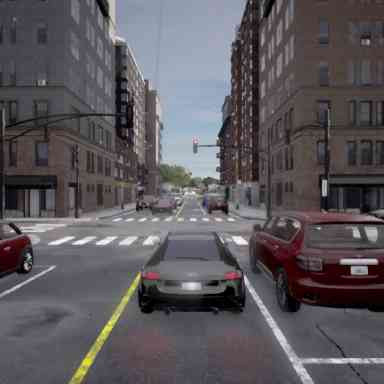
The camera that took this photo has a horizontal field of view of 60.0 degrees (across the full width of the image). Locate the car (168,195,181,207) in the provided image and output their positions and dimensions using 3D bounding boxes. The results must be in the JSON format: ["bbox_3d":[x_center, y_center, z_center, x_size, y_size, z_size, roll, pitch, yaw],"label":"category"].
[{"bbox_3d":[-2.890,1.488,43.247,2.128,1.511,4.902,0,0,0],"label":"car"}]

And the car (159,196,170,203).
[{"bbox_3d":[-5.503,1.538,67.683,1.887,1.381,4.507,0,0,0],"label":"car"}]

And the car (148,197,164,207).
[{"bbox_3d":[-5.486,1.547,51.172,2.008,1.369,4.403,0,0,0],"label":"car"}]

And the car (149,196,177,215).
[{"bbox_3d":[-2.893,1.475,33.692,1.882,1.535,5.008,0,0,0],"label":"car"}]

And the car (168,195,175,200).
[{"bbox_3d":[-5.526,1.573,89.698,1.802,1.307,4.206,0,0,0],"label":"car"}]

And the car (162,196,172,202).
[{"bbox_3d":[-5.509,1.538,73.186,1.887,1.381,4.507,0,0,0],"label":"car"}]

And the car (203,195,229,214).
[{"bbox_3d":[2.652,1.313,34.673,2.192,1.841,5.009,0,0,0],"label":"car"}]

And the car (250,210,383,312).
[{"bbox_3d":[2.628,1.315,7.617,2.192,1.841,5.009,0,0,0],"label":"car"}]

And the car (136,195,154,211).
[{"bbox_3d":[-5.475,1.312,40.164,2.192,1.841,5.009,0,0,0],"label":"car"}]

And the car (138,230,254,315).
[{"bbox_3d":[0.014,1.564,7.640,1.994,1.385,4.181,0,0,1],"label":"car"}]

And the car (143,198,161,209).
[{"bbox_3d":[-5.480,1.562,45.668,1.947,1.339,4.313,0,0,0],"label":"car"}]

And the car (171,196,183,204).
[{"bbox_3d":[-2.847,1.558,63.185,1.994,1.385,4.181,0,0,1],"label":"car"}]

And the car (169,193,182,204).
[{"bbox_3d":[-2.843,1.217,53.126,2.150,2.045,5.566,0,0,1],"label":"car"}]

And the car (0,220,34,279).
[{"bbox_3d":[-5.397,1.440,7.605,1.967,1.590,4.097,0,0,0],"label":"car"}]

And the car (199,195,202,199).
[{"bbox_3d":[2.615,1.311,51.185,2.192,1.841,5.009,0,0,0],"label":"car"}]
